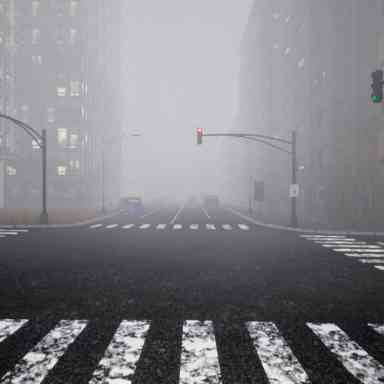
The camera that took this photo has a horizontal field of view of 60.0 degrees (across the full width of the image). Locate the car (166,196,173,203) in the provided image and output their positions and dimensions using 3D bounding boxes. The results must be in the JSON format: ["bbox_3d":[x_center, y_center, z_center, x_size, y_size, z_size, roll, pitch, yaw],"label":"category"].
[{"bbox_3d":[-5.618,1.469,69.502,1.967,1.590,4.097,0,0,0],"label":"car"}]

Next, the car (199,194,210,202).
[{"bbox_3d":[2.768,1.349,75.045,2.192,1.841,5.009,0,0,0],"label":"car"}]

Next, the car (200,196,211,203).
[{"bbox_3d":[2.763,1.580,69.494,2.008,1.369,4.403,0,0,0],"label":"car"}]

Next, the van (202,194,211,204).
[{"bbox_3d":[2.756,1.366,63.944,1.690,1.788,3.998,0,0,0],"label":"van"}]

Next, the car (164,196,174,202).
[{"bbox_3d":[-5.606,1.590,80.604,2.008,1.369,4.403,0,0,0],"label":"car"}]

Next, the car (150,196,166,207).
[{"bbox_3d":[-5.635,1.543,52.679,1.752,1.417,4.829,0,0,0],"label":"car"}]

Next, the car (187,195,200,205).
[{"bbox_3d":[0.067,1.623,60.165,1.895,1.301,4.718,0,0,0],"label":"car"}]

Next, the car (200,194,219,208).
[{"bbox_3d":[2.739,1.330,47.291,2.192,1.841,5.009,0,0,0],"label":"car"}]

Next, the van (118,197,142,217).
[{"bbox_3d":[-5.658,1.347,30.646,1.690,1.788,3.998,0,0,0],"label":"van"}]

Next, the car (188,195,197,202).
[{"bbox_3d":[0.076,1.380,70.141,1.837,1.490,4.892,0,0,0],"label":"car"}]

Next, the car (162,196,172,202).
[{"bbox_3d":[-5.613,1.559,74.883,1.752,1.417,4.829,0,0,0],"label":"car"}]
